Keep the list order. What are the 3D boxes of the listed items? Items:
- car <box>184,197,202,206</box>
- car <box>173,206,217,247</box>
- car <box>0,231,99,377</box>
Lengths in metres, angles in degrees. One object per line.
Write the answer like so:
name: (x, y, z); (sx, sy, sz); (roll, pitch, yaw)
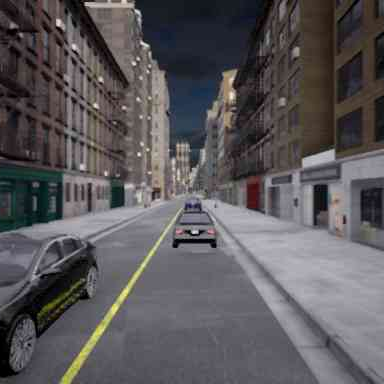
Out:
car: (0.129, 1.407, 41.647); (2.097, 1.767, 4.553); (0, 0, 0)
car: (0.110, 1.560, 15.057); (2.033, 1.411, 5.357); (0, 0, 0)
car: (-2.997, 1.495, 5.618); (2.128, 1.511, 4.902); (0, 0, 0)
